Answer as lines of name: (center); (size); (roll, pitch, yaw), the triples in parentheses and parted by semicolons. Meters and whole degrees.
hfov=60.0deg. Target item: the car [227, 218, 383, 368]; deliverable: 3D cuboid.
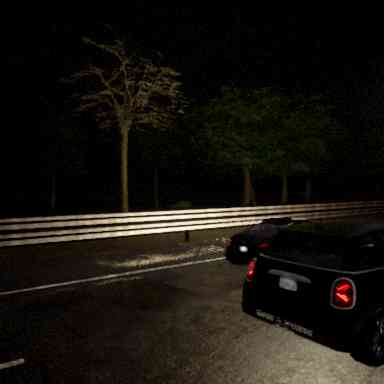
car: (3.089, 1.312, 5.952); (4.553, 1.767, 2.097); (0, 0, -36)

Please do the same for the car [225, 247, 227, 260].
car: (3.026, 1.508, 10.208); (4.181, 1.385, 1.994); (0, 0, -36)
